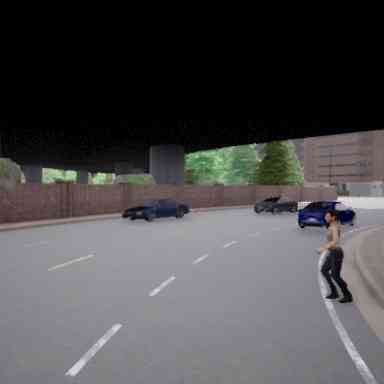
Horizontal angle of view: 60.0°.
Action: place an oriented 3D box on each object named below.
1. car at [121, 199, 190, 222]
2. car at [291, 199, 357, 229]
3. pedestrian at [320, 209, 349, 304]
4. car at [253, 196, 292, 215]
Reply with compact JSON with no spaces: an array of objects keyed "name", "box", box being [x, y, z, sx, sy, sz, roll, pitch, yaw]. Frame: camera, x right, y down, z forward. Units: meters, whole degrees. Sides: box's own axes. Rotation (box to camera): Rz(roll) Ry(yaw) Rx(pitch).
[{"name":"car","box":[-2.346,1.223,23.166,2.033,1.411,5.357,1,1,37]},{"name":"car","box":[7.673,1.230,18.654,1.882,1.535,5.008,0,1,41]},{"name":"pedestrian","box":[2.787,1.206,6.519,0.375,1.860,0.375,0,1,15]},{"name":"car","box":[7.230,1.123,28.535,4.892,1.490,1.837,0,1,-43]}]
